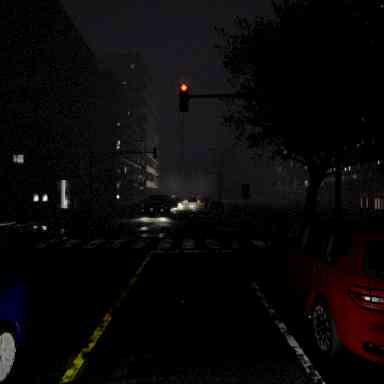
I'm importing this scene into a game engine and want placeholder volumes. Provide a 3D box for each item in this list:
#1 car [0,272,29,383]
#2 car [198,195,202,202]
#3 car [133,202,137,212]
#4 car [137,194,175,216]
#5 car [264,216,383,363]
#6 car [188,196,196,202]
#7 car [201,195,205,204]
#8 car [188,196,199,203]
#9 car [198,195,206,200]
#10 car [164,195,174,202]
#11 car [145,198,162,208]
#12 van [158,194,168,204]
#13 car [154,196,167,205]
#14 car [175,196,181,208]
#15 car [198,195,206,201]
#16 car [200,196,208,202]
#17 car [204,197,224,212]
[{"bbox_3d":[-3.100,1.477,2.363,1.882,1.535,5.008,0,0,0],"label":"car"},{"bbox_3d":[2.702,1.625,65.903,1.802,1.307,4.206,0,0,0],"label":"car"},{"bbox_3d":[-5.682,1.563,38.241,2.008,1.369,4.403,0,0,0],"label":"car"},{"bbox_3d":[-3.396,1.230,32.862,2.150,2.045,5.566,0,0,5],"label":"car"},{"bbox_3d":[2.694,1.315,5.852,2.192,1.841,5.009,0,0,0],"label":"car"},{"bbox_3d":[0.015,1.657,79.320,1.895,1.301,4.718,0,0,0],"label":"car"},{"bbox_3d":[2.699,1.548,49.475,1.752,1.417,4.829,0,0,0],"label":"car"},{"bbox_3d":[0.115,1.612,69.419,1.994,1.385,4.181,0,0,0],"label":"car"},{"bbox_3d":[2.706,1.638,93.567,2.008,1.369,4.403,0,0,0],"label":"car"},{"bbox_3d":[-5.676,1.507,82.503,1.967,1.590,4.097,0,0,0],"label":"car"},{"bbox_3d":[-5.681,1.573,49.307,2.008,1.369,4.403,0,0,0],"label":"car"},{"bbox_3d":[-5.678,1.384,65.905,1.690,1.788,3.998,0,0,0],"label":"van"},{"bbox_3d":[-5.679,1.476,60.372,1.967,1.590,4.097,0,0,0],"label":"car"},{"bbox_3d":[-3.089,1.585,48.284,1.994,1.385,4.181,0,0,0],"label":"car"},{"bbox_3d":[2.705,1.621,88.034,1.887,1.381,4.507,0,0,0],"label":"car"},{"bbox_3d":[2.704,1.584,77.139,1.752,1.417,4.829,0,0,0],"label":"car"},{"bbox_3d":[2.698,1.557,38.240,1.887,1.381,4.507,0,0,0],"label":"car"}]
